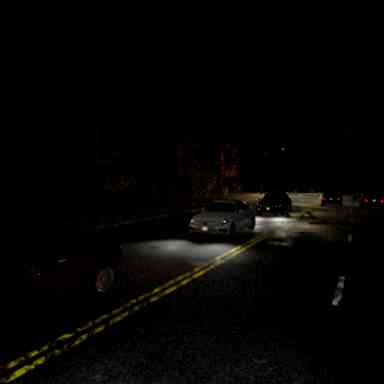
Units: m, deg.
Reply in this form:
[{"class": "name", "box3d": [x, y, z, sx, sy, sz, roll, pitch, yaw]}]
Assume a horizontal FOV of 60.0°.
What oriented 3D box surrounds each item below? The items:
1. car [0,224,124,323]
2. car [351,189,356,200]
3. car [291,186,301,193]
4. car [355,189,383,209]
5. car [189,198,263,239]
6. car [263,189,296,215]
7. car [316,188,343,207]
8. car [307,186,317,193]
[{"class": "car", "box3d": [-3.122, 1.353, 5.883, 1.812, 1.442, 4.674, 1, 2, 28]}, {"class": "car", "box3d": [21.983, 0.308, 43.398, 2.033, 1.411, 5.357, 1, 2, 23]}, {"class": "car", "box3d": [21.952, -0.563, 70.382, 1.812, 1.442, 4.674, 1, 2, 20]}, {"class": "car", "box3d": [15.890, 0.699, 29.421, 2.033, 1.411, 5.357, 1, 2, 24]}, {"class": "car", "box3d": [1.540, 1.083, 14.960, 1.812, 1.442, 4.674, 1, 2, 27]}, {"class": "car", "box3d": [6.033, 0.792, 24.117, 1.837, 1.490, 4.892, 1, 2, 25]}, {"class": "car", "box3d": [13.643, 0.604, 32.433, 2.033, 1.411, 5.357, 1, 2, 24]}, {"class": "car", "box3d": [25.017, -0.512, 69.302, 1.812, 1.442, 4.674, 1, 2, 20]}]
